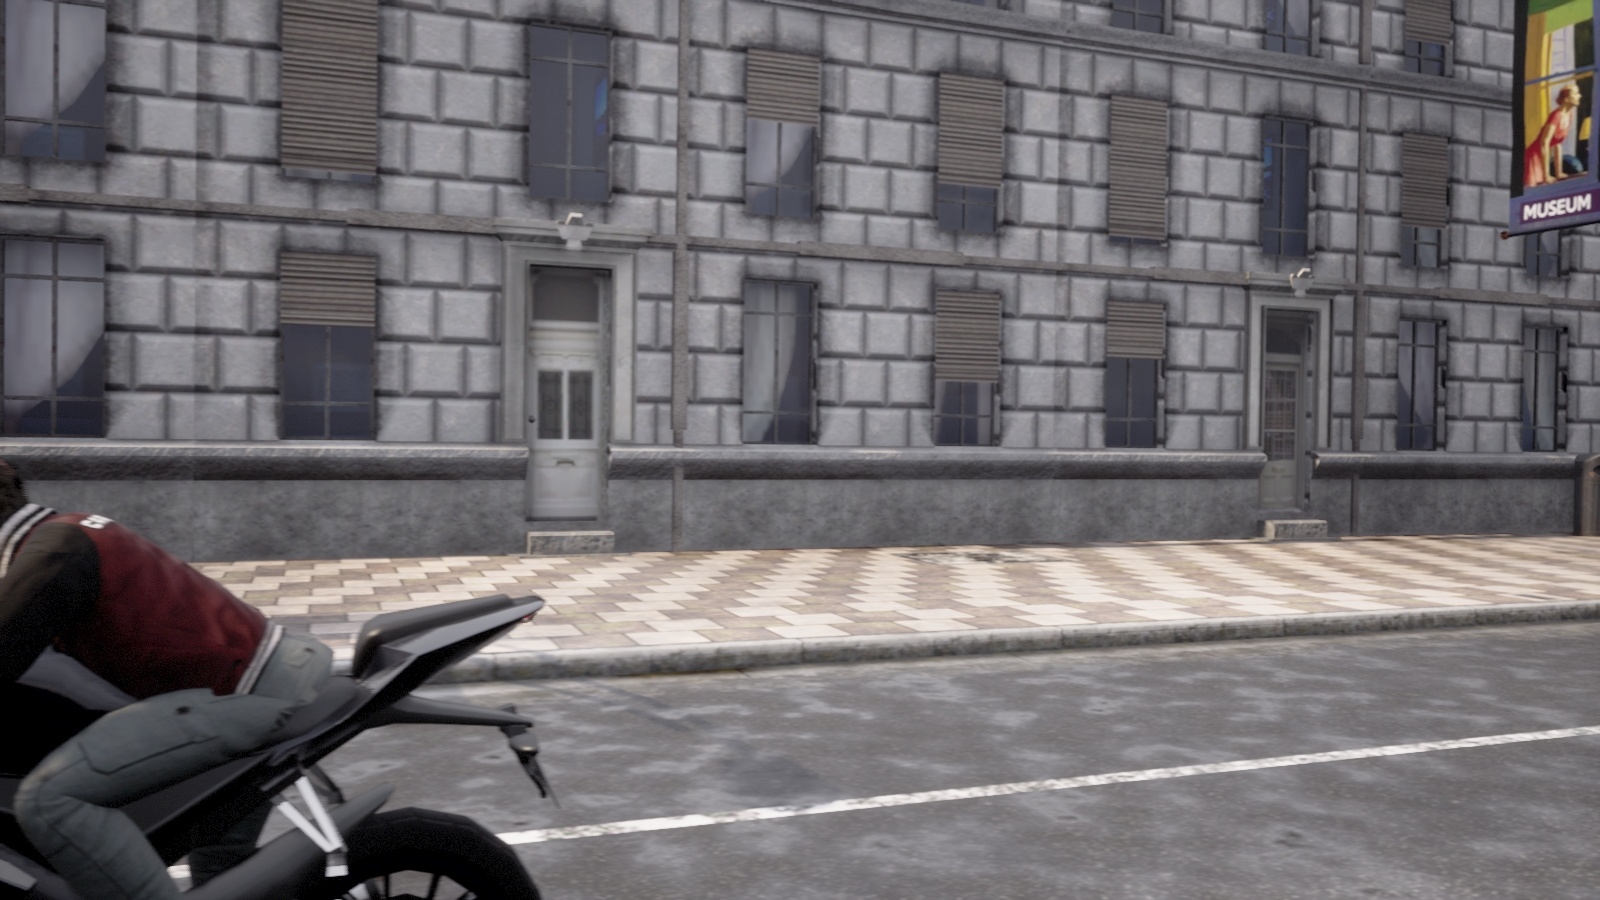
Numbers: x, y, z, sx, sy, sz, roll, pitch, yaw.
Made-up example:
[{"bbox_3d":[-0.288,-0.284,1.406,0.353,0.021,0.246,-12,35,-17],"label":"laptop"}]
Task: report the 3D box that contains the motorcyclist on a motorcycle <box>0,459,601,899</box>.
[{"bbox_3d":[-1.594,0.808,2.634,2.191,1.530,0.866,-1,1,-21],"label":"motorcyclist on a motorcycle"}]
